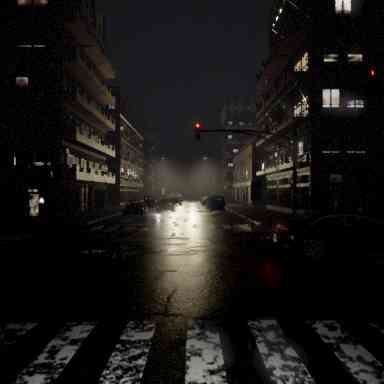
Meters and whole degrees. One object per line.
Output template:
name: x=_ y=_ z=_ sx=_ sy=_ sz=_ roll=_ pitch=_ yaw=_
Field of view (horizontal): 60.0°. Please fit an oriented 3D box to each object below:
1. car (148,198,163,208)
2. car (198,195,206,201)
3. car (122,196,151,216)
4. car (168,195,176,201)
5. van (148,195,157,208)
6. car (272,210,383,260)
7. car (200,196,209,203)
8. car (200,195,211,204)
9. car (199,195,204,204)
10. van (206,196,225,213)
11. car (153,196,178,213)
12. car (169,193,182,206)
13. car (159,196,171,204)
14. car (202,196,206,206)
car: x=-5.317 y=1.568 z=48.640 sx=1.802 sy=1.307 sz=4.206 roll=0 pitch=0 yaw=0
car: x=2.648 y=1.527 z=87.702 sx=1.947 sy=1.339 sz=4.313 roll=0 pitch=0 yaw=0
car: x=-5.414 y=1.432 z=31.895 sx=1.967 sy=1.590 sz=4.097 roll=0 pitch=0 yaw=0
car: x=-5.233 y=1.512 z=87.709 sx=2.008 sy=1.369 sz=4.403 roll=0 pitch=0 yaw=0
van: x=-5.369 y=1.329 z=43.059 sx=1.690 sy=1.788 sz=3.998 roll=0 pitch=0 yaw=0
car: x=5.269 y=1.401 z=11.443 sx=4.902 sy=1.511 sz=2.128 roll=-1 pitch=0 yaw=0
car: x=2.632 y=1.520 z=70.957 sx=1.887 sy=1.381 sz=4.507 roll=0 pitch=0 yaw=0
car: x=2.627 y=1.419 z=65.376 sx=1.967 sy=1.590 sz=4.097 roll=0 pitch=0 yaw=0
car: x=2.619 y=1.550 z=54.213 sx=1.947 sy=1.339 sz=4.313 roll=0 pitch=0 yaw=0
van: x=2.730 y=1.331 z=36.847 sx=1.690 sy=1.788 sz=3.998 roll=0 pitch=0 yaw=0
car: x=-2.815 y=1.516 z=36.451 sx=1.812 sy=1.442 sz=4.674 roll=0 pitch=0 yaw=0
car: x=-2.769 y=1.208 z=54.370 sx=2.150 sy=2.045 sz=5.566 roll=0 pitch=0 yaw=1
car: x=-5.253 y=1.524 z=65.383 sx=1.887 sy=1.381 sz=4.507 roll=0 pitch=0 yaw=0
car: x=2.701 y=1.533 z=43.051 sx=1.887 sy=1.381 sz=4.507 roll=0 pitch=0 yaw=0
